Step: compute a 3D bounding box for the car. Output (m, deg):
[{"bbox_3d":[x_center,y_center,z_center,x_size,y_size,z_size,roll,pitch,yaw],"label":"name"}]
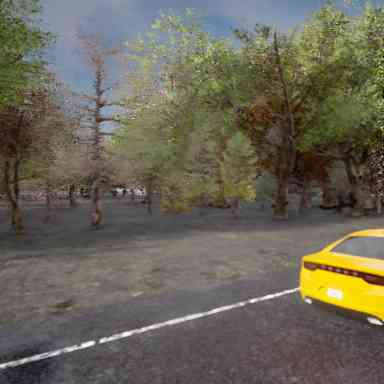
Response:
[{"bbox_3d":[4.336,1.509,6.837,5.008,1.535,1.882,0,0,-35],"label":"car"}]
